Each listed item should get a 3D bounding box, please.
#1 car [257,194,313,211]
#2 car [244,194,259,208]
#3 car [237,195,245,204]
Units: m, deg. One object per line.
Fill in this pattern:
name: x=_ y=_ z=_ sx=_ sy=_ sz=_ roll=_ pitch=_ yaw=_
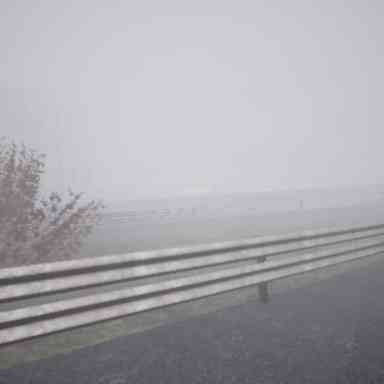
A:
car: x=10.044 y=1.121 z=35.067 sx=5.357 sy=1.411 sz=2.033 roll=-4 pitch=2 yaw=-15
car: x=9.008 y=1.028 z=38.409 sx=4.892 sy=1.490 sz=1.837 roll=-4 pitch=2 yaw=-15
car: x=8.005 y=0.957 z=41.764 sx=4.902 sy=1.511 sz=2.128 roll=-4 pitch=2 yaw=-15
